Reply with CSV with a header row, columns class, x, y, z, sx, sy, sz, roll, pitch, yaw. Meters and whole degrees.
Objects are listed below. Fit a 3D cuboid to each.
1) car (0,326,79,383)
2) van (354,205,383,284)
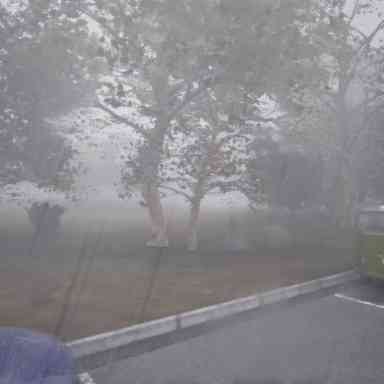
class,x,y,z,sx,sy,sz,roll,pitch,yaw
car,-3.064,1.515,1.871,4.674,1.452,2.002,0,0,-33
van,6.104,1.283,8.411,4.442,1.987,1.878,0,0,-33
